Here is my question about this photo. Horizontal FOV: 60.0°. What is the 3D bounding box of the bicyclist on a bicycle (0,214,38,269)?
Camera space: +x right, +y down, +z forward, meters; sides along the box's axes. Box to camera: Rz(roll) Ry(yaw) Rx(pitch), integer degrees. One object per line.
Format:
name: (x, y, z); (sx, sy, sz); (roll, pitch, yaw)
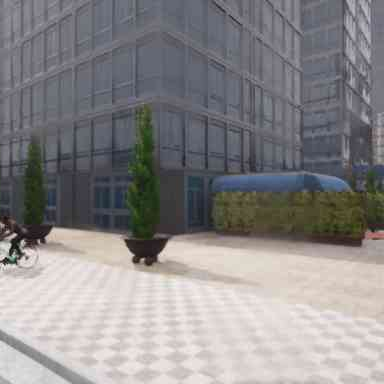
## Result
bicyclist on a bicycle: (-5.138, 1.455, 9.390); (0.582, 1.620, 1.656); (-1, -2, 38)
